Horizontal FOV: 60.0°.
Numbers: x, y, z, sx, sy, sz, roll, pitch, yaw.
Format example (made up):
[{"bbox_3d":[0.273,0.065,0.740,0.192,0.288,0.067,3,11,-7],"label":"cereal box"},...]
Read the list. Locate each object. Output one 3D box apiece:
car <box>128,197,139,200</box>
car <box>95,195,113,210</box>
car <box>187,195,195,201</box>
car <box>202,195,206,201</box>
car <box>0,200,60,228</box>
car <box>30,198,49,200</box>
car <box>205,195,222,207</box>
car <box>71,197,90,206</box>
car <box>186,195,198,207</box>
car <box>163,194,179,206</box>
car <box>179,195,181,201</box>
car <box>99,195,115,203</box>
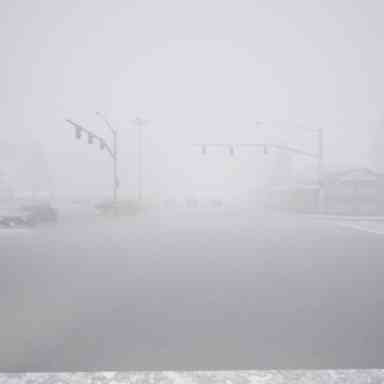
[{"bbox_3d":[-10.704,1.486,60.460,1.895,1.301,4.718,0,0,0],"label":"car"},{"bbox_3d":[-10.694,1.470,42.021,2.033,1.411,5.357,0,0,0],"label":"car"},{"bbox_3d":[-0.179,1.445,76.326,1.895,1.301,4.718,0,0,0],"label":"car"},{"bbox_3d":[3.320,1.401,76.594,1.994,1.385,4.181,0,0,0],"label":"car"},{"bbox_3d":[-10.653,1.509,22.324,2.033,1.411,5.357,0,0,0],"label":"car"},{"bbox_3d":[-17.688,1.437,38.096,1.837,1.490,4.892,0,0,0],"label":"car"},{"bbox_3d":[3.482,1.449,49.906,2.033,1.411,5.357,0,0,0],"label":"car"},{"bbox_3d":[-17.711,1.467,53.063,1.994,1.385,4.181,0,0,0],"label":"car"},{"bbox_3d":[-0.018,1.450,49.891,2.033,1.411,5.357,0,0,0],"label":"car"},{"bbox_3d":[-3.527,1.497,53.765,1.895,1.301,4.718,0,0,0],"label":"car"},{"bbox_3d":[-3.687,1.321,80.384,1.882,1.535,5.008,0,0,0],"label":"car"},{"bbox_3d":[-17.664,1.369,69.345,2.128,1.511,4.902,0,0,0],"label":"car"}]
